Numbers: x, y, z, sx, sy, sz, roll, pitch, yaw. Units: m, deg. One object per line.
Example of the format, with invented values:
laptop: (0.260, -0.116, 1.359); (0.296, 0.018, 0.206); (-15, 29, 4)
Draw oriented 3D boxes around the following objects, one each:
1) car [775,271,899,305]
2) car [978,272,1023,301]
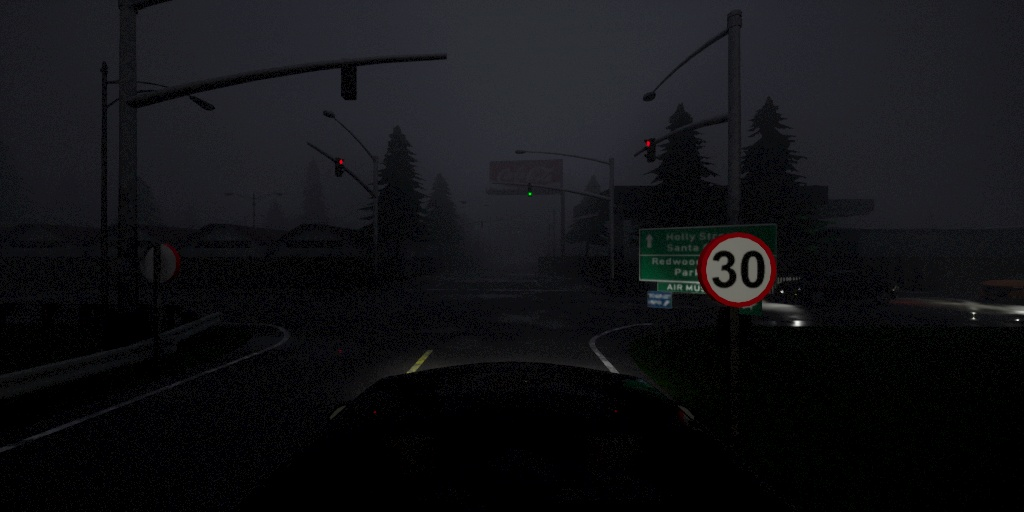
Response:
car: (15.195, 1.446, 16.931); (4.892, 1.490, 1.837); (0, 0, 1)
car: (25.131, 1.419, 16.803); (5.008, 1.535, 1.882); (0, 0, 1)
